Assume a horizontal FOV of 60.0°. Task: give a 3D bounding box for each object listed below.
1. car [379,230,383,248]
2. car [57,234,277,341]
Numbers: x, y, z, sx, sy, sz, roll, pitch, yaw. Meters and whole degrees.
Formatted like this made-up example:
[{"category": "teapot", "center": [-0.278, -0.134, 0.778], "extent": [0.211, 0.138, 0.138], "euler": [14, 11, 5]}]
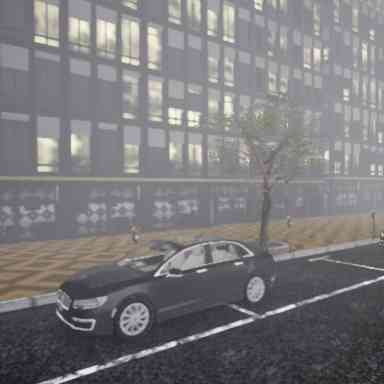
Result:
[{"category": "car", "center": [9.014, 1.516, 12.996], "extent": [4.403, 1.369, 2.008], "euler": [0, 0, -35]}, {"category": "car", "center": [-0.241, 1.543, 6.396], "extent": [4.403, 1.369, 2.008], "euler": [0, 0, -35]}]
